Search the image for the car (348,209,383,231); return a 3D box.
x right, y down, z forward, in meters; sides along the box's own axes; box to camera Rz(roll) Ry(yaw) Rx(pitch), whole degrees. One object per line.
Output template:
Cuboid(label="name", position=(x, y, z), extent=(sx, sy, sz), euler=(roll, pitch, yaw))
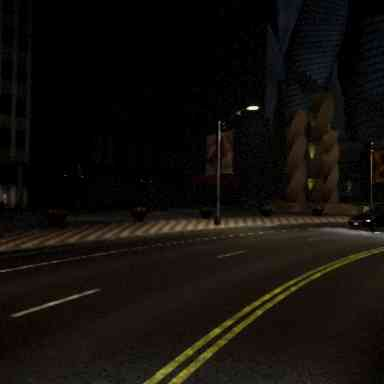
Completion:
Cuboid(label="car", position=(13.491, 1.983, 24.204), extent=(4.674, 1.442, 1.812), euler=(1, -1, -27))
